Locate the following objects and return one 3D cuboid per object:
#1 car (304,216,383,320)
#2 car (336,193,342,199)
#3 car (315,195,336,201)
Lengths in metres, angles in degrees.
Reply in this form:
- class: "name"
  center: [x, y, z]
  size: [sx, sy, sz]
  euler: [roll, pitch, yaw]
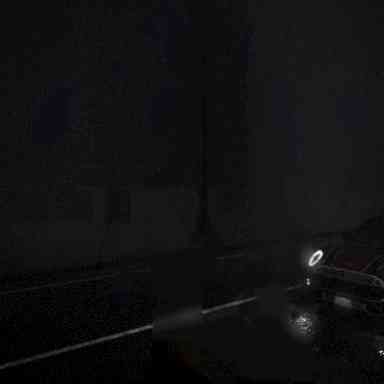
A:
- class: "car"
  center: [4.459, 1.303, 7.074]
  size: [4.553, 1.767, 2.097]
  euler: [-1, 0, -35]
- class: "car"
  center: [38.128, 0.925, 82.175]
  size: [2.152, 1.636, 5.027]
  euler: [0, 0, -37]
- class: "car"
  center: [31.006, 1.349, 78.179]
  size: [1.970, 1.475, 3.806]
  euler: [0, -1, -37]
